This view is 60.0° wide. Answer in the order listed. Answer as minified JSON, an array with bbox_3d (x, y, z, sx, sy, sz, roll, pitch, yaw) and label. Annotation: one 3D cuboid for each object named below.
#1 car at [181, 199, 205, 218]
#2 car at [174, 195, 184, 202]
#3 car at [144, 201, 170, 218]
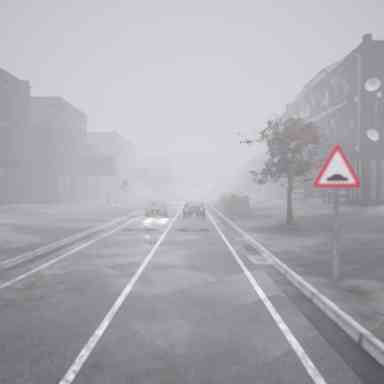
[{"bbox_3d":[0.187,1.519,29.474,1.895,1.301,4.718,0,0,0],"label":"car"},{"bbox_3d":[-2.783,1.399,69.888,1.994,1.385,4.181,0,0,0],"label":"car"},{"bbox_3d":[-3.006,1.484,29.138,1.994,1.385,4.181,0,0,0],"label":"car"}]
